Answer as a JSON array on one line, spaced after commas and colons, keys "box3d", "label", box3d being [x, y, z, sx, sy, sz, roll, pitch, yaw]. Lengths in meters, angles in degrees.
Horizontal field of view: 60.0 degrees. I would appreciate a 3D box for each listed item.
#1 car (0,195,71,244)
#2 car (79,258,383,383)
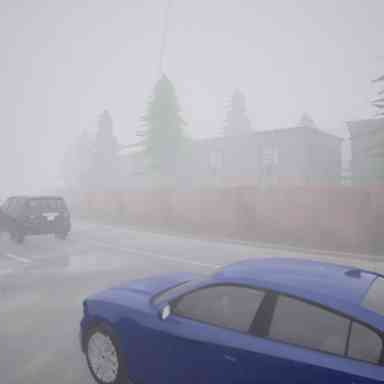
[{"box3d": [-7.745, 1.167, 15.799, 2.150, 2.045, 5.566, 0, 0, -44], "label": "car"}, {"box3d": [0.823, 1.484, 3.570, 5.008, 1.535, 1.882, 0, 0, 37], "label": "car"}]
